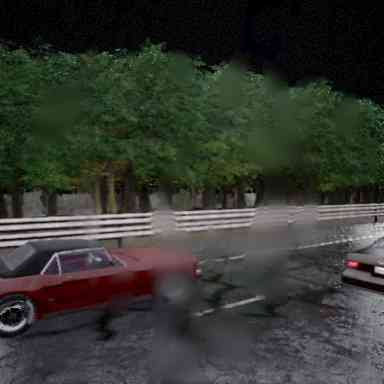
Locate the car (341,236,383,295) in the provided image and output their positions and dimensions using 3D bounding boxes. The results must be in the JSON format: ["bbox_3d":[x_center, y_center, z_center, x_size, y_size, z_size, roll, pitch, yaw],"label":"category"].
[{"bbox_3d":[5.671,1.545,7.788,5.357,1.411,2.033,0,0,-35],"label":"car"}]

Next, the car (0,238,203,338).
[{"bbox_3d":[-2.120,1.587,6.558,4.718,1.301,1.895,1,-1,-35],"label":"car"}]
